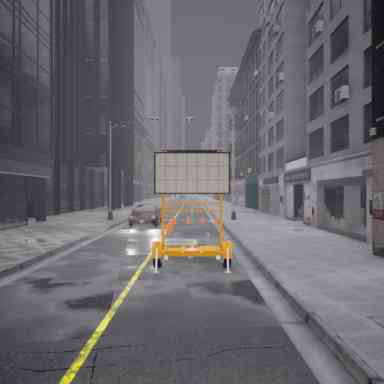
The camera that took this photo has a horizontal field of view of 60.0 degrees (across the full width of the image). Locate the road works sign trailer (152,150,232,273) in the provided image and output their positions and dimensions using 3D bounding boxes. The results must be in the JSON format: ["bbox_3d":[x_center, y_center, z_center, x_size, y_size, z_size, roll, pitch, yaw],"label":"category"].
[{"bbox_3d":[0.005,0.464,10.635,2.380,3.560,2.880,0,0,0],"label":"road works sign trailer"}]

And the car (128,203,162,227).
[{"bbox_3d":[-3.074,1.525,22.606,1.812,1.442,4.674,0,0,0],"label":"car"}]
